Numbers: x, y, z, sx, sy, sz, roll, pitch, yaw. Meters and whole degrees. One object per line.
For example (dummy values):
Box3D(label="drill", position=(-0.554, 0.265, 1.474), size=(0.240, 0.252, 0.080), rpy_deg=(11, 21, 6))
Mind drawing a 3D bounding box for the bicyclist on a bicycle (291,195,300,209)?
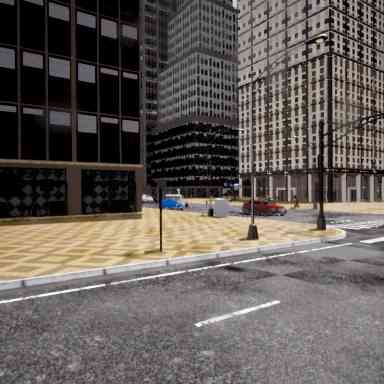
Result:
Box3D(label="bicyclist on a bicycle", position=(11.983, 1.119, 38.402), size=(1.656, 1.620, 0.582), rpy_deg=(-1, 1, -34))

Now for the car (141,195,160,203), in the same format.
Box3D(label="car", position=(-7.843, 1.239, 62.551), size=(1.887, 1.381, 4.507), rpy_deg=(0, 0, -34))

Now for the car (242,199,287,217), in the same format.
Box3D(label="car", position=(6.582, 1.432, 30.787), size=(1.812, 1.442, 4.674), rpy_deg=(-1, 1, -34))

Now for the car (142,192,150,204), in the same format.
Box3D(label="car", position=(-8.568, 1.254, 58.986), size=(1.812, 1.442, 4.674), rpy_deg=(-1, 1, -34))

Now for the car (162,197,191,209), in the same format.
Box3D(label="car", position=(-2.116, 1.397, 43.705), size=(1.994, 1.385, 4.181), rpy_deg=(-1, 1, -34))

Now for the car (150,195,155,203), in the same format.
Box3D(label="car", position=(-4.746, 1.036, 57.956), size=(2.192, 1.841, 5.009), rpy_deg=(0, 0, -34))

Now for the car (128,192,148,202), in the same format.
Box3D(label="car", position=(-10.940, 0.983, 67.143), size=(2.192, 1.841, 5.009), rpy_deg=(0, 0, -34))

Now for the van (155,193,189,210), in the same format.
Box3D(label="van", position=(-2.405, 1.211, 39.494), size=(1.690, 1.788, 3.998), rpy_deg=(0, 0, -34))
